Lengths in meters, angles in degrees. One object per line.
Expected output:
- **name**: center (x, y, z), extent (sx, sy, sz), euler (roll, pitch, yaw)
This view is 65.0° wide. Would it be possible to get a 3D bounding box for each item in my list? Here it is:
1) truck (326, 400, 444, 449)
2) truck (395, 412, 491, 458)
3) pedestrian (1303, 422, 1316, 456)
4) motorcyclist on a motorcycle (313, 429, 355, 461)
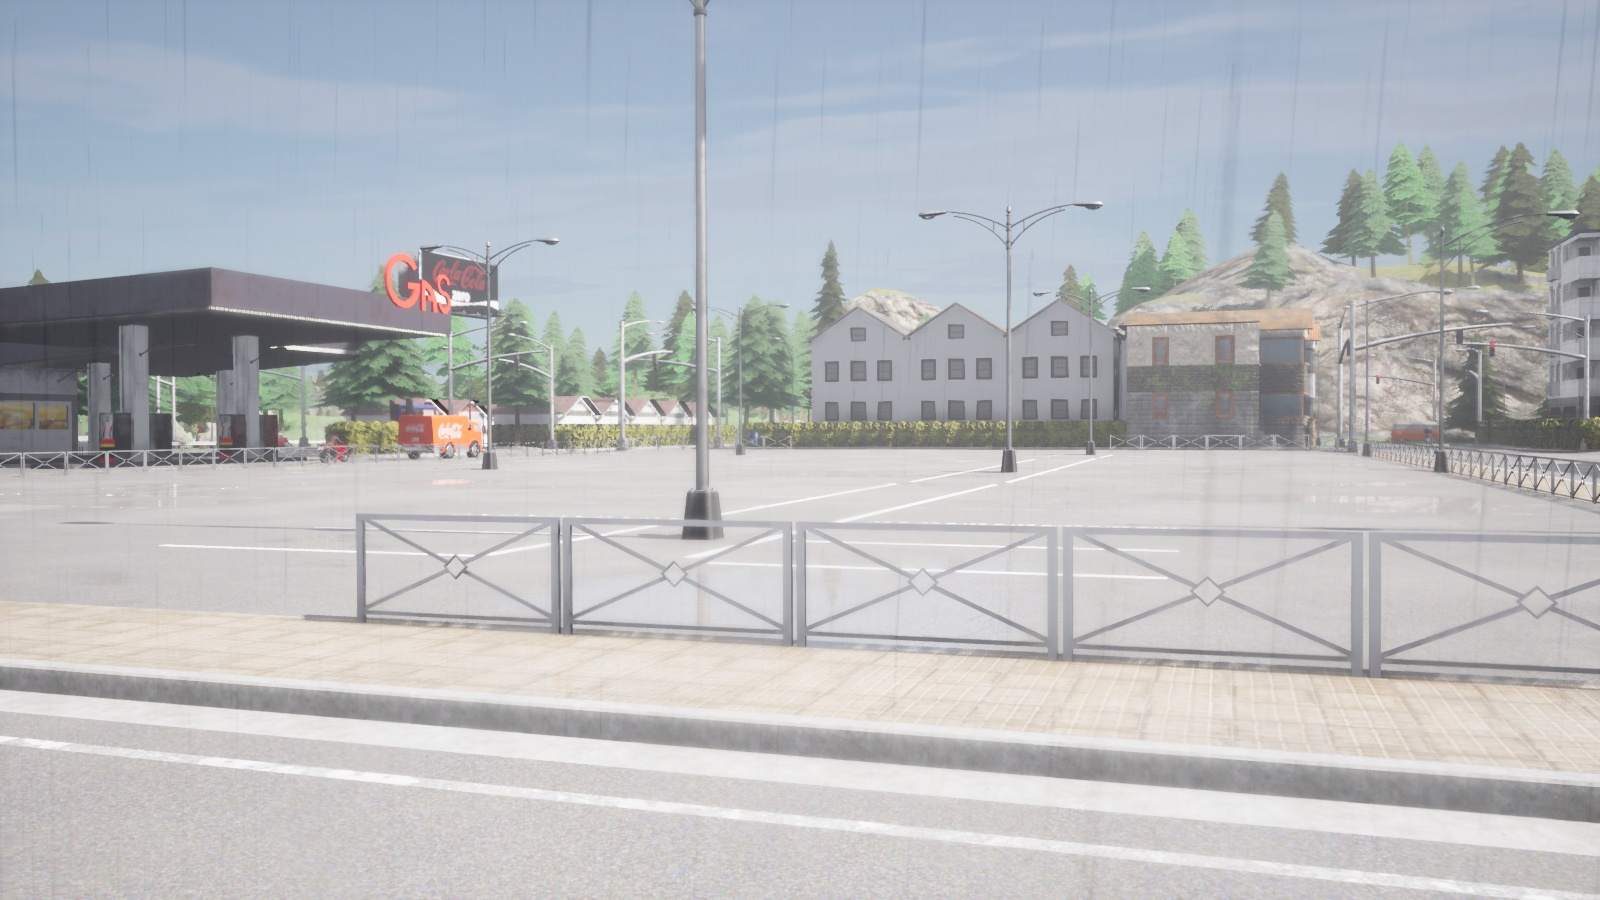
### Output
- **truck**: center (-30.355, -1.867, 91.884), extent (7.936, 3.462, 2.891), euler (0, 2, 19)
- **truck**: center (-19.786, -0.852, 69.821), extent (2.627, 2.467, 5.204), euler (1, 1, 19)
- **pedestrian**: center (29.632, -0.626, 73.053), extent (0.423, 1.949, 0.788), euler (0, 1, 2)
- **motorcyclist on a motorcycle**: center (-22.763, -0.260, 61.423), extent (0.797, 1.523, 2.044), euler (1, 1, 19)
